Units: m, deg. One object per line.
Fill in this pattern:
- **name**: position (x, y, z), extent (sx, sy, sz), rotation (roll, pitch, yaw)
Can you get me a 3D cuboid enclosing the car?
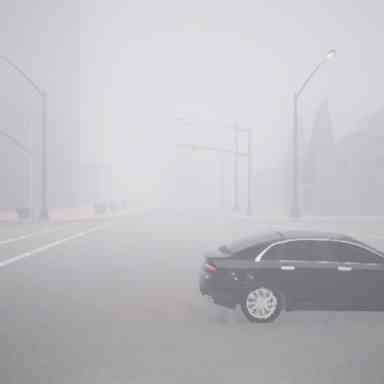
- **car**: position (2.565, 1.522, 6.577), extent (4.892, 1.490, 1.837), rotation (0, 0, 0)
